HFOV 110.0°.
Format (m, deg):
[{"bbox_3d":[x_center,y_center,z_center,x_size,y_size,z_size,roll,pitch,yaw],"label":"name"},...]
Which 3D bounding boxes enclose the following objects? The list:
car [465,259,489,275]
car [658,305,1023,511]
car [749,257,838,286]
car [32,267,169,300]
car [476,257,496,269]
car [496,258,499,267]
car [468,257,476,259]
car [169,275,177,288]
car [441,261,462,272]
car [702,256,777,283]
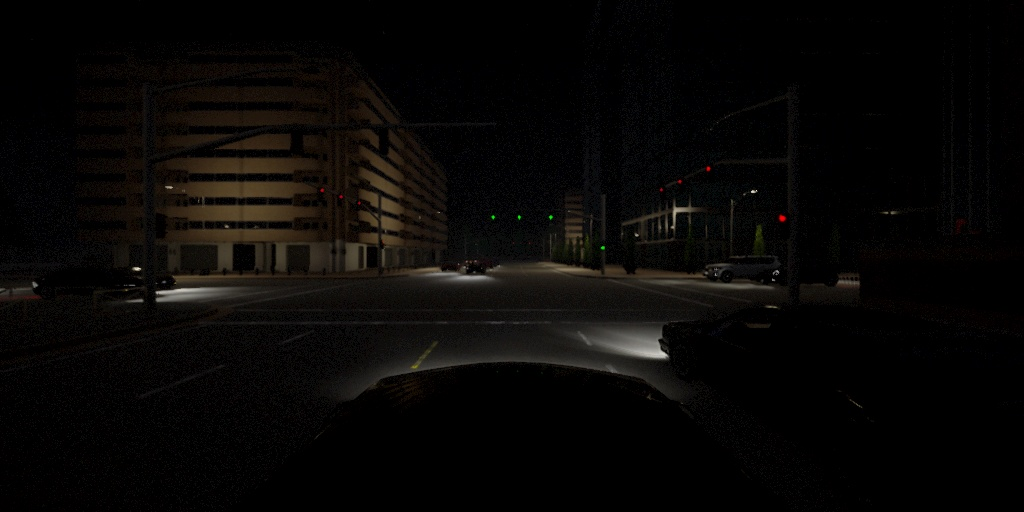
[{"bbox_3d":[-3.800,1.296,38.208,1.895,1.301,4.718,0,0,0],"label":"car"},{"bbox_3d":[3.600,1.294,4.134,2.033,1.411,5.357,0,0,0],"label":"car"},{"bbox_3d":[19.404,1.124,24.584,4.553,1.767,2.097,0,0,0],"label":"car"},{"bbox_3d":[-20.199,1.286,17.515,4.892,1.490,1.837,0,0,0],"label":"car"},{"bbox_3d":[-3.829,1.151,53.108,1.882,1.535,5.008,0,0,1],"label":"car"},{"bbox_3d":[-3.659,1.186,61.641,1.812,1.442,4.674,0,0,1],"label":"car"},{"bbox_3d":[-7.121,1.006,64.590,2.097,1.767,4.553,0,0,1],"label":"car"},{"bbox_3d":[-22.372,1.339,21.021,4.181,1.385,1.994,0,0,0],"label":"car"},{"bbox_3d":[-7.416,1.287,44.040,1.895,1.301,4.718,0,0,0],"label":"car"},{"bbox_3d":[17.993,0.988,28.090,5.566,2.045,2.150,0,0,0],"label":"car"}]
